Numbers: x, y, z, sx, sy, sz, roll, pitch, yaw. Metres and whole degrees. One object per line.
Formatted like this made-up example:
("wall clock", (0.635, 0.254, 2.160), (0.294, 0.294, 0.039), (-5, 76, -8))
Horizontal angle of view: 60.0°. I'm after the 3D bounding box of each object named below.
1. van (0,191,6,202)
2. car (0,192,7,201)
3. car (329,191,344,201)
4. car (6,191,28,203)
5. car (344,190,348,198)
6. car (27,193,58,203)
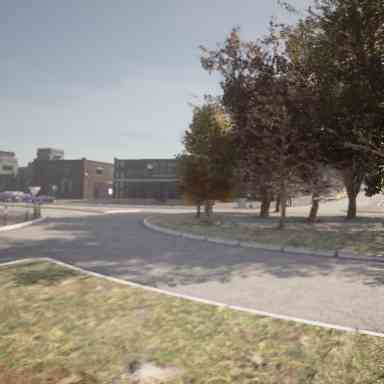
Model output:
("van", (-33.703, 0.876, 62.150), (1.878, 1.987, 4.442), (2, 0, 23))
("car", (-38.641, 0.843, 64.429), (2.185, 1.767, 4.553), (2, 0, 23))
("car", (33.102, 1.244, 77.176), (1.946, 1.575, 5.366), (1, 3, 34))
("car", (-30.975, 1.042, 61.138), (2.185, 1.767, 4.553), (1, 0, 23))
("car", (36.209, 1.007, 81.736), (1.946, 1.575, 5.366), (1, 3, 34))
("car", (-26.010, 1.305, 58.938), (2.163, 1.488, 4.792), (1, 0, 23))
